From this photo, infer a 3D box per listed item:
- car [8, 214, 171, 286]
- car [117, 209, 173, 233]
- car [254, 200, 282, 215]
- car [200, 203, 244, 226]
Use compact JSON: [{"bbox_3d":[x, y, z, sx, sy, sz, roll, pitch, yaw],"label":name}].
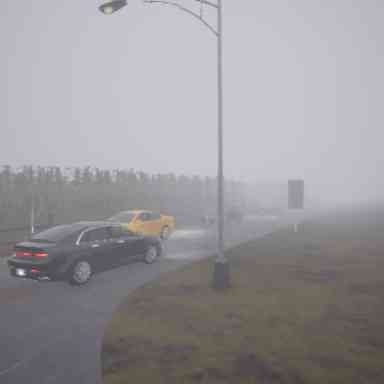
[{"bbox_3d":[-2.827,1.640,9.937,1.837,1.490,4.892,-1,0,30],"label":"car"},{"bbox_3d":[-2.832,1.619,15.776,1.882,1.535,5.008,-1,0,31],"label":"car"},{"bbox_3d":[8.177,1.624,35.133,1.812,1.442,4.674,-1,0,30],"label":"car"},{"bbox_3d":[2.307,1.622,24.780,2.128,1.511,4.902,-1,0,29],"label":"car"}]
